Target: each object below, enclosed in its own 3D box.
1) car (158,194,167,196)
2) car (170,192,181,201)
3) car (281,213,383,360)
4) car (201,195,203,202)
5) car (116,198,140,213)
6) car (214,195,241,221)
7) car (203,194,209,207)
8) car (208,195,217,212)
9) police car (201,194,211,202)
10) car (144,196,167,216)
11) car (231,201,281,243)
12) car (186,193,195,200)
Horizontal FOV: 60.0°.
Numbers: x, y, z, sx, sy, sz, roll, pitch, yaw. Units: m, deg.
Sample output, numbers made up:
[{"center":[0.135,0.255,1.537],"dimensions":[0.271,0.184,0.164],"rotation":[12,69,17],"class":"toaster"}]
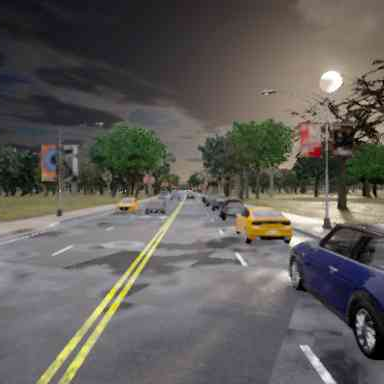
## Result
[{"center":[-6.835,1.123,77.297],"dimensions":[1.812,1.442,4.674],"rotation":[0,0,0],"class":"car"},{"center":[-3.546,0.977,72.433],"dimensions":[2.150,2.045,5.566],"rotation":[0,0,0],"class":"car"},{"center":[3.347,1.335,6.086],"dimensions":[2.097,1.767,4.553],"rotation":[0,0,0],"class":"car"},{"center":[3.044,1.340,59.822],"dimensions":[2.163,1.488,4.792],"rotation":[0,0,0],"class":"car"},{"center":[-6.670,1.381,35.096],"dimensions":[1.882,1.535,5.008],"rotation":[0,0,0],"class":"car"},{"center":[3.203,1.357,26.776],"dimensions":[2.033,1.649,4.856],"rotation":[0,0,0],"class":"car"},{"center":[3.110,1.218,48.756],"dimensions":[2.097,1.767,4.553],"rotation":[0,0,0],"class":"car"},{"center":[3.162,1.400,37.782],"dimensions":[1.837,1.490,4.892],"rotation":[0,0,0],"class":"car"},{"center":[2.966,1.232,70.907],"dimensions":[1.930,1.638,5.238],"rotation":[0,0,0],"class":"police car"},{"center":[-3.411,1.417,32.043],"dimensions":[1.837,1.490,4.892],"rotation":[0,0,0],"class":"car"},{"center":[3.231,1.433,15.771],"dimensions":[1.882,1.535,5.008],"rotation":[0,0,0],"class":"car"},{"center":[-0.351,1.008,79.737],"dimensions":[2.097,1.767,4.553],"rotation":[0,0,-1],"class":"car"}]
